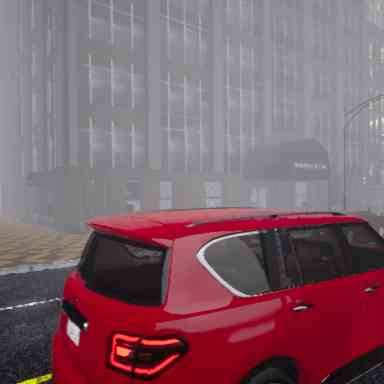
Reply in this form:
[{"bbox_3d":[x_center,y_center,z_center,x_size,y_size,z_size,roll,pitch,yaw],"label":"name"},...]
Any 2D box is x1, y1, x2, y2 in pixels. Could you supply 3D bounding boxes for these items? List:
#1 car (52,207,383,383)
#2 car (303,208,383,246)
[{"bbox_3d":[1.204,1.222,4.292,5.566,2.045,2.150,0,0,-36],"label":"car"},{"bbox_3d":[7.474,1.542,15.764,4.507,1.381,1.887,0,-1,-35],"label":"car"}]
